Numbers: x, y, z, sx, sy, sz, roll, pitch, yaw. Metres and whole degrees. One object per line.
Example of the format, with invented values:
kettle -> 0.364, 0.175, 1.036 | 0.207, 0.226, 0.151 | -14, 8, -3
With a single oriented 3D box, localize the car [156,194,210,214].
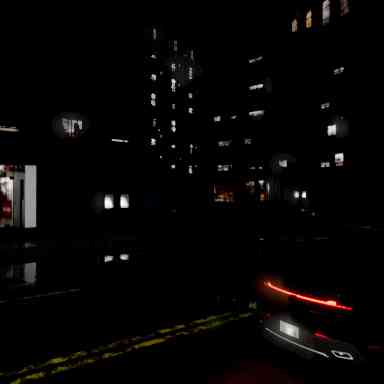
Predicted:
car -> -0.603, 1.138, 29.225 | 4.403, 1.369, 2.008 | 1, 0, 37

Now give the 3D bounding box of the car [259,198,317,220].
car -> 7.090, 1.253, 25.275 | 2.128, 1.511, 4.902 | 1, 1, -36

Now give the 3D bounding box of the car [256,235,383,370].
car -> 3.237, 1.507, 5.621 | 4.892, 1.490, 1.837 | 0, 0, -35

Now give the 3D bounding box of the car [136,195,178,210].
car -> -3.680, 1.039, 34.770 | 4.181, 1.385, 1.994 | 1, 1, 37

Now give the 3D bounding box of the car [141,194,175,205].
car -> -4.359, 0.962, 42.548 | 4.206, 1.307, 1.802 | 1, 0, 37

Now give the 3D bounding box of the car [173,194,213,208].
car -> 0.054, 1.042, 39.223 | 4.403, 1.369, 2.008 | 1, 0, 37

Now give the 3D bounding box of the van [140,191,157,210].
van -> -5.010, 0.817, 32.552 | 3.998, 1.788, 1.690 | 1, 0, 37
